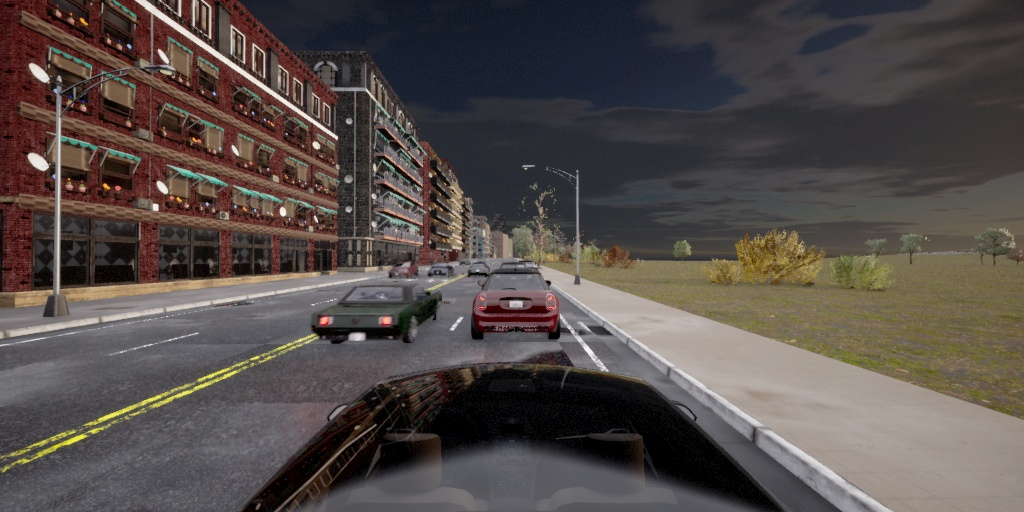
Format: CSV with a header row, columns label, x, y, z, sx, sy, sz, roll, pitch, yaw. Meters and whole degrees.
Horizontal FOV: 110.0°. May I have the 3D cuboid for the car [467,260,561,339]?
label,x,y,z,sx,sy,sz,roll,pitch,yaw
car,0.083,1.104,10.185,2.097,1.767,4.553,0,0,0

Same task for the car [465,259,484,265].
label,x,y,z,sx,sy,sz,roll,pitch,yaw
car,-3.184,1.318,35.425,1.994,1.385,4.181,0,0,0

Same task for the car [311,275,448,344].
label,x,y,z,sx,sy,sz,roll,pitch,yaw
car,-3.160,1.352,9.536,1.895,1.301,4.718,0,0,0

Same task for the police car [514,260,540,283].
label,x,y,z,sx,sy,sz,roll,pitch,yaw
police car,1.108,1.179,29.453,1.930,1.638,5.238,0,0,0

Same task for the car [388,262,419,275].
label,x,y,z,sx,sy,sz,roll,pitch,yaw
car,-9.885,1.279,33.044,1.812,1.442,4.674,0,0,0

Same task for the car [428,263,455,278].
label,x,y,z,sx,sy,sz,roll,pitch,yaw
car,-6.635,1.318,34.019,1.994,1.385,4.181,0,0,0
